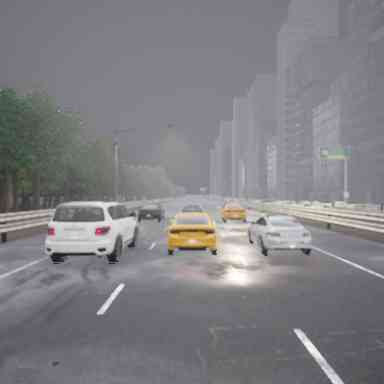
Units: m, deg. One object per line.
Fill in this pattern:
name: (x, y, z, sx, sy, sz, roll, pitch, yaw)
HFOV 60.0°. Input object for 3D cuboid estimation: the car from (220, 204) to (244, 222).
car: (3.535, 1.781, 29.246, 1.882, 1.535, 5.008, 0, 0, 1)

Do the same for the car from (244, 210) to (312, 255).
car: (3.528, 1.664, 13.907, 1.812, 1.442, 4.674, 0, 0, 1)

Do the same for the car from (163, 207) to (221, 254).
car: (0.033, 1.620, 14.261, 1.882, 1.535, 5.008, 0, 0, 1)

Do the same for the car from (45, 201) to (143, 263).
car: (-3.488, 1.350, 12.575, 2.150, 2.045, 5.566, 0, 0, 0)

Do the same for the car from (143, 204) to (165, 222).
car: (-3.464, 1.781, 29.258, 1.882, 1.535, 5.008, 0, 0, 1)
